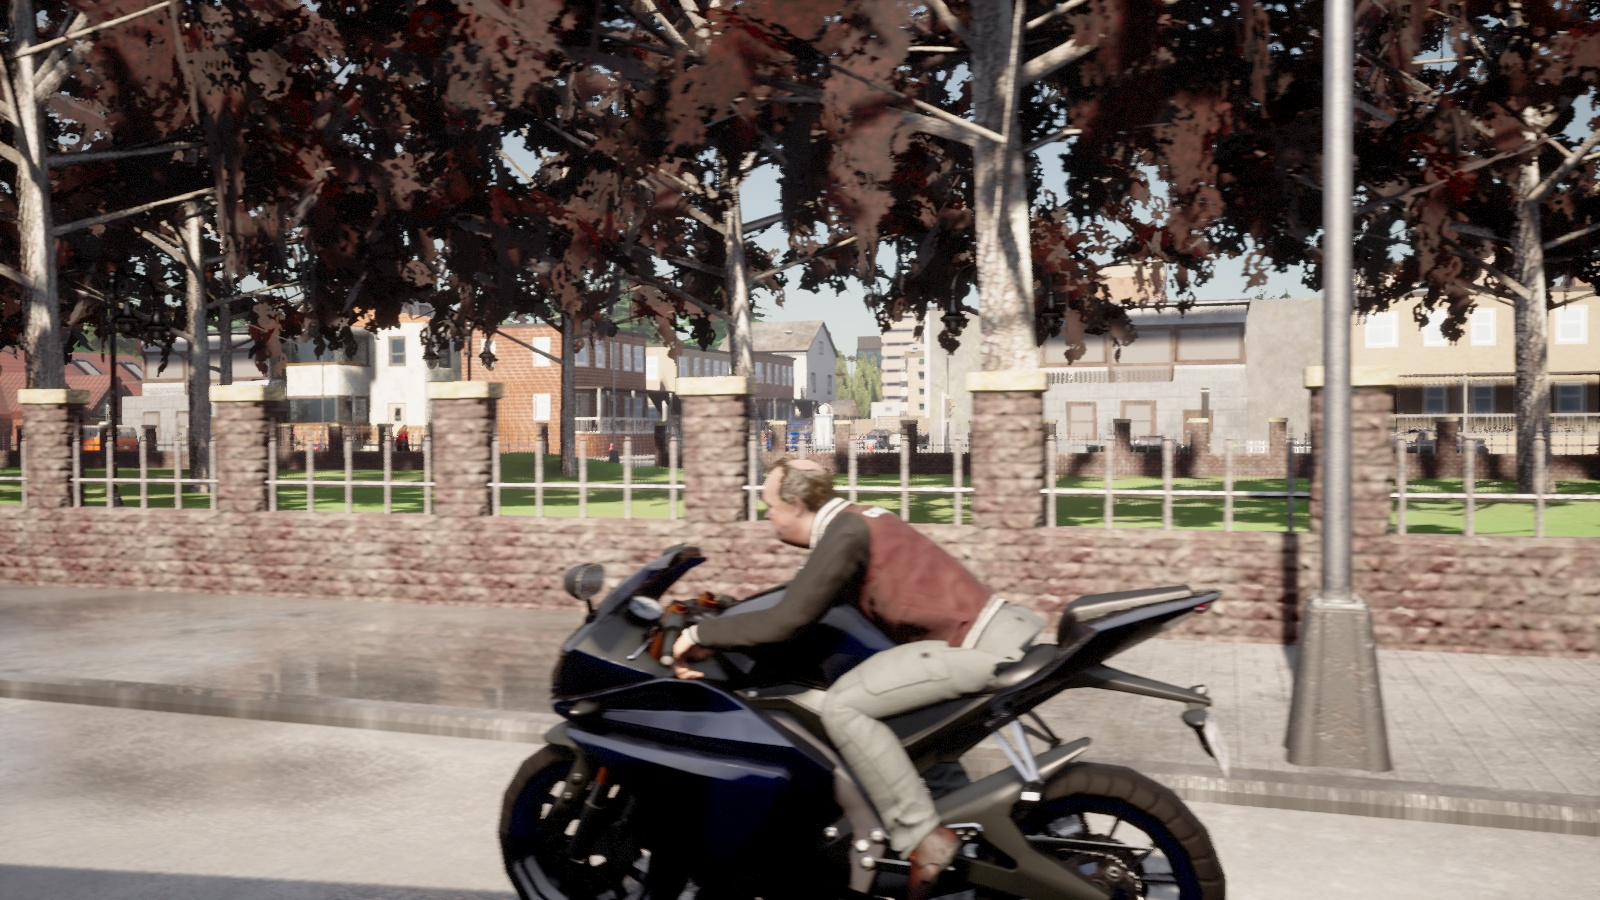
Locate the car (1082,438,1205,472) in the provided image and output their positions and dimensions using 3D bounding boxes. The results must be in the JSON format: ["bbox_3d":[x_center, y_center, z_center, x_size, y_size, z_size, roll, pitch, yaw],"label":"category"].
[{"bbox_3d":[13.952,0.162,51.017,4.718,1.301,1.895,1,1,19],"label":"car"}]

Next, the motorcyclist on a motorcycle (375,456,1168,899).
[{"bbox_3d":[-0.068,0.801,3.744,2.191,1.530,0.866,1,1,19],"label":"motorcyclist on a motorcycle"}]

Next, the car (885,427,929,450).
[{"bbox_3d":[8.201,-0.895,95.586,2.152,1.651,5.027,1,1,19],"label":"car"}]

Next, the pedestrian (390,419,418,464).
[{"bbox_3d":[-16.258,-0.350,51.513,0.899,1.844,0.634,1,1,19],"label":"pedestrian"}]

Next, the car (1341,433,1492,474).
[{"bbox_3d":[23.386,0.105,47.827,4.902,1.511,2.128,1,1,19],"label":"car"}]

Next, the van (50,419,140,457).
[{"bbox_3d":[-38.628,-0.668,68.790,4.442,1.987,1.775,1,1,19],"label":"van"}]

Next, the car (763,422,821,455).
[{"bbox_3d":[-0.468,-0.777,82.475,2.150,2.045,5.566,1,1,19],"label":"car"}]
